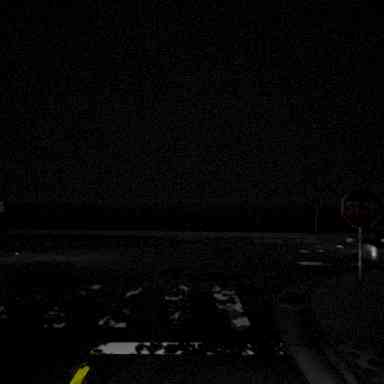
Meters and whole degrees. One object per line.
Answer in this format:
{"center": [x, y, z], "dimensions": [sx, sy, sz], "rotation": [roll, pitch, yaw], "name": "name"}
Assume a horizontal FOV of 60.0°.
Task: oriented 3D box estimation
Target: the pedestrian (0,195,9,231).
{"center": [-9.677, 1.056, 16.932], "dimensions": [0.375, 1.860, 0.375], "rotation": [0, -1, 0], "name": "pedestrian"}

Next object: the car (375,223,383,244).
{"center": [10.356, 1.499, 14.121], "dimensions": [4.553, 1.767, 2.097], "rotation": [1, 0, 0], "name": "car"}
